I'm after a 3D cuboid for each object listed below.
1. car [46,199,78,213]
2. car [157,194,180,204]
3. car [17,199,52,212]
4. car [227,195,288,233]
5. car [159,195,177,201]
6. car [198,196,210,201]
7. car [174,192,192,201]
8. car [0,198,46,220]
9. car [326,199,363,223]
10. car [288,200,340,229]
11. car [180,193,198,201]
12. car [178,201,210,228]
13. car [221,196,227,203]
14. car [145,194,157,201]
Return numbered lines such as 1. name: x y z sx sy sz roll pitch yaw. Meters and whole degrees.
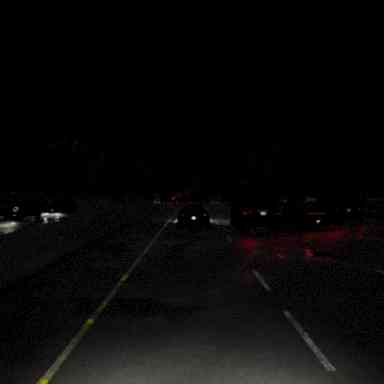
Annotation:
1. car: -14.050 1.446 36.042 2.033 1.411 5.357 0 0 0
2. car: -4.402 1.336 60.465 1.837 1.490 4.892 0 0 -22
3. car: -17.572 1.496 37.427 1.895 1.301 4.718 0 0 -3
4. car: 3.603 1.167 19.506 2.150 2.045 5.566 0 0 0
5. car: -5.225 1.226 71.501 1.895 1.301 4.718 0 0 -30
6. car: 1.829 1.386 63.801 1.994 1.385 4.181 0 0 -22
7. car: -2.047 0.981 72.976 2.097 1.767 4.553 0 0 -30
8. car: -13.996 1.276 26.778 2.097 1.767 4.553 0 0 0
9. car: 10.604 1.281 24.625 2.097 1.767 4.553 0 0 0
10. car: 7.103 1.432 21.125 2.128 1.511 4.902 0 0 0
11. car: -1.187 1.305 61.846 1.882 1.535 5.008 0 0 -22
12. car: 0.103 1.503 21.602 1.994 1.385 4.181 0 0 0
13. car: 6.770 1.337 59.892 1.837 1.490 4.892 0 0 -18
14. car: -8.359 1.114 69.945 1.882 1.535 5.008 0 0 -30
